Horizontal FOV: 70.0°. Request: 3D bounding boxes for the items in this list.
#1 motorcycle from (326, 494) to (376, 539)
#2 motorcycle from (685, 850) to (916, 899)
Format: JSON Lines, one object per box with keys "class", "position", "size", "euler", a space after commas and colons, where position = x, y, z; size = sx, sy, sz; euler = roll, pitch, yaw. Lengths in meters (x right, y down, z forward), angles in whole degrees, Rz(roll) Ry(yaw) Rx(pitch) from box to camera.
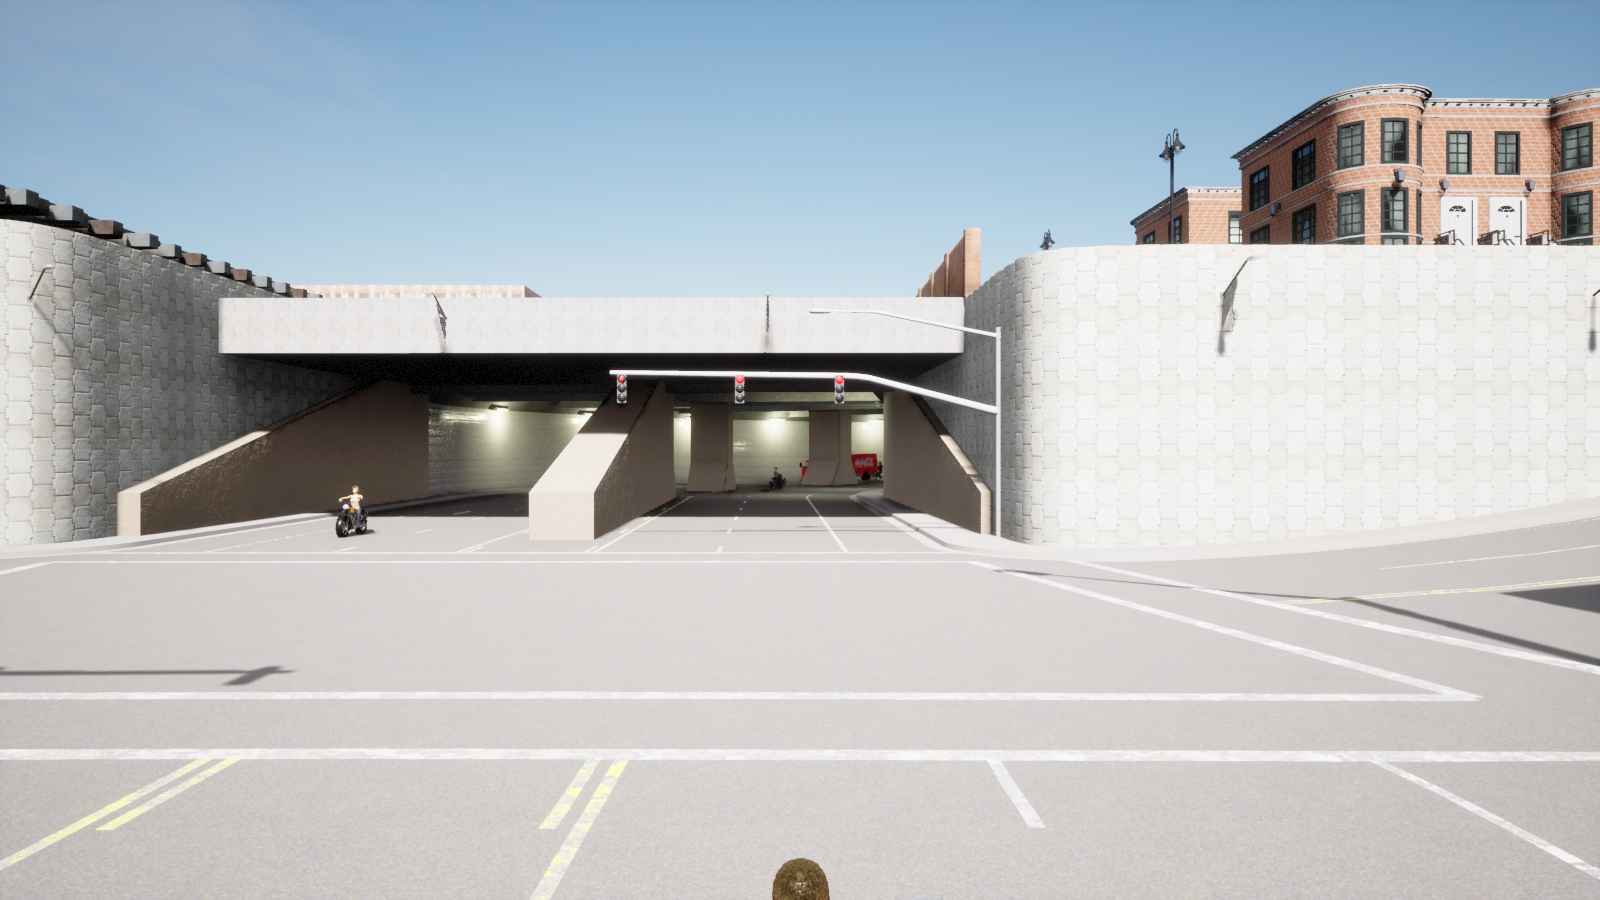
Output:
{"class": "motorcycle", "position": [-14.636, 2.142, 37.307], "size": [0.764, 1.332, 2.356], "euler": [0, 0, -2]}
{"class": "motorcycle", "position": [0.004, 2.174, 3.443], "size": [0.803, 1.224, 2.033], "euler": [0, 0, 0]}
